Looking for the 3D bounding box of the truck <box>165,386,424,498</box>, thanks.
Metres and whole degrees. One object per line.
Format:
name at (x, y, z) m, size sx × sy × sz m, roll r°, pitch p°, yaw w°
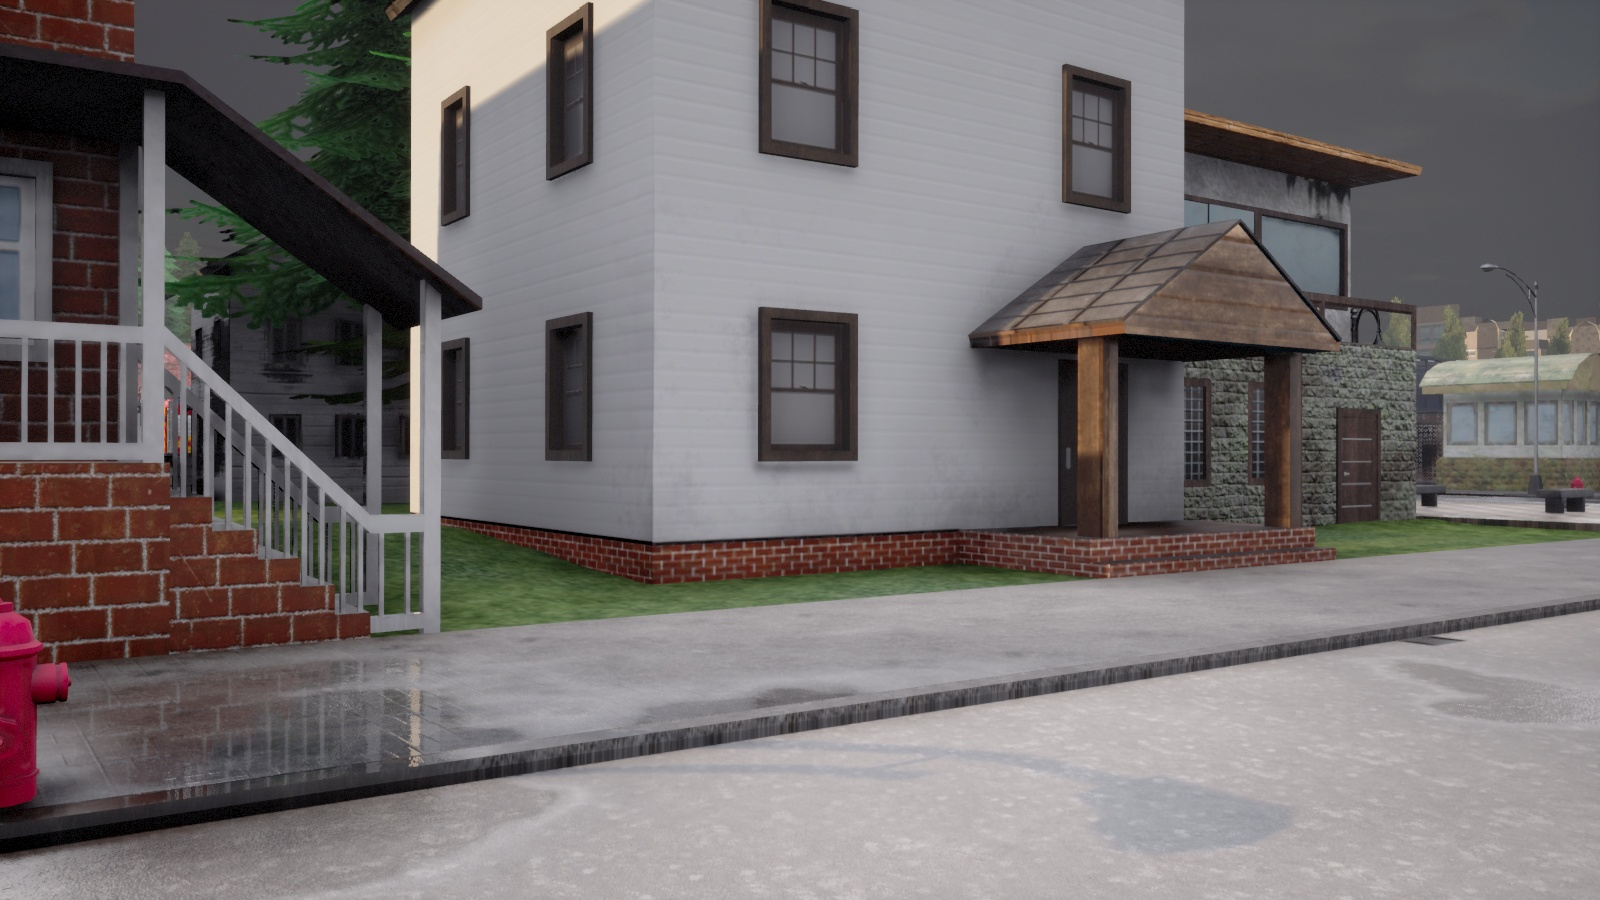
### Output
truck at (-18.604, -0.266, 46.530) m, size 8.468 × 3.827 × 2.891 m, roll 0°, pitch 0°, yaw -35°
